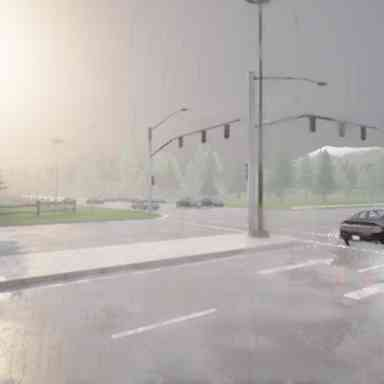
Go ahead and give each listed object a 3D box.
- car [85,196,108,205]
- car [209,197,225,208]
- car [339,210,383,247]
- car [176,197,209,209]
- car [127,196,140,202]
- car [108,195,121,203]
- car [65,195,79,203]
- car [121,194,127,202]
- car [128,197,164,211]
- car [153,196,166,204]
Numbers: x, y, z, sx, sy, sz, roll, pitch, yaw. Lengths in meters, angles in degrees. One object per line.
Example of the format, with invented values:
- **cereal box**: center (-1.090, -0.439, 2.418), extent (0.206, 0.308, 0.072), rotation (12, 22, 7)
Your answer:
- **car**: center (-16.625, 1.598, 56.890), extent (1.895, 1.301, 4.718), rotation (0, 0, -34)
- **car**: center (2.701, 1.497, 47.430), extent (1.837, 1.490, 4.892), rotation (0, 0, -35)
- **car**: center (8.097, 1.487, 13.826), extent (4.902, 1.511, 2.128), rotation (0, 0, -35)
- **car**: center (-0.395, 1.484, 45.750), extent (2.128, 1.511, 4.902), rotation (0, 0, -34)
- **car**: center (-9.129, 1.520, 58.365), extent (1.812, 1.442, 4.674), rotation (0, 0, -34)
- **car**: center (-17.420, 1.535, 70.406), extent (1.994, 1.385, 4.181), rotation (0, 0, -35)
- **car**: center (-25.033, 1.457, 69.093), extent (1.812, 1.442, 4.674), rotation (0, 0, -35)
- **car**: center (-15.020, 1.324, 73.086), extent (2.097, 1.767, 4.553), rotation (0, 0, -35)
- **car**: center (-5.798, 1.597, 41.250), extent (1.895, 1.301, 4.718), rotation (0, 0, -35)
- **car**: center (-6.428, 1.519, 60.632), extent (1.812, 1.442, 4.674), rotation (0, 0, -34)
